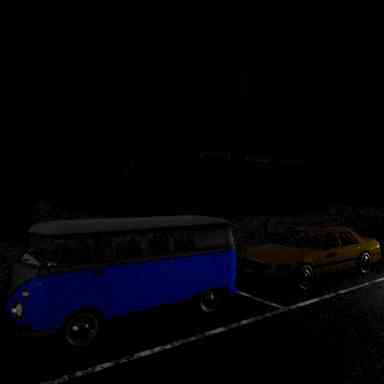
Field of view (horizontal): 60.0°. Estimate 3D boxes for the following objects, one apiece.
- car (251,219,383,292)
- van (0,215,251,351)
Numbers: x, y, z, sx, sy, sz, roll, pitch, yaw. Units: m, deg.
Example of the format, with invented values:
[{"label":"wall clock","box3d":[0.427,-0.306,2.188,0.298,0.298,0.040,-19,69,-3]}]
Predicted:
[{"label":"car","box3d":[3.253,1.525,8.953,4.829,1.417,1.752,0,0,-35]},{"label":"van","box3d":[-1.042,1.341,5.903,3.998,1.788,1.690,0,0,-35]}]
